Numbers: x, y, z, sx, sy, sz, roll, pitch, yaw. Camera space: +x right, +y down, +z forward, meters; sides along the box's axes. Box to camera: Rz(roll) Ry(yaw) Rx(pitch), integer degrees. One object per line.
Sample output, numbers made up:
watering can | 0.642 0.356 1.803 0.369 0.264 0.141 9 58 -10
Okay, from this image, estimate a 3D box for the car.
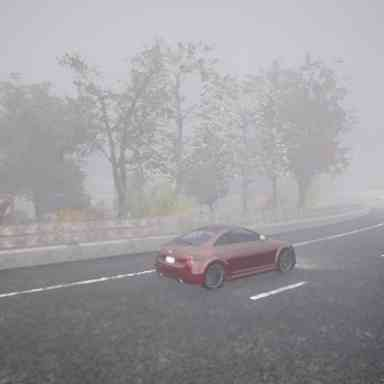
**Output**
car | 1.038 1.607 9.244 4.181 1.385 1.994 0 0 -39
